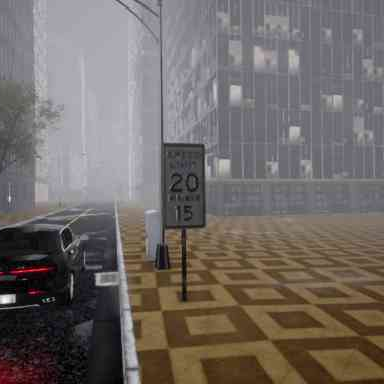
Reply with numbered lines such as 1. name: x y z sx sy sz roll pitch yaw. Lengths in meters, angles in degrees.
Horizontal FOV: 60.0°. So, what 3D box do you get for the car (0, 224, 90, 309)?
1. car: -3.608 1.509 7.811 1.837 1.490 4.892 -1 0 -13
